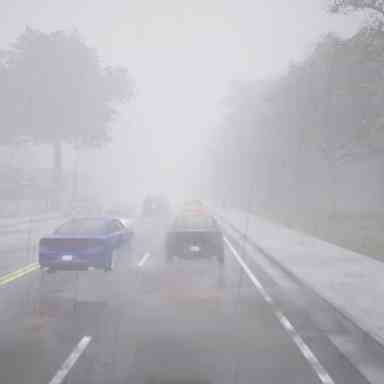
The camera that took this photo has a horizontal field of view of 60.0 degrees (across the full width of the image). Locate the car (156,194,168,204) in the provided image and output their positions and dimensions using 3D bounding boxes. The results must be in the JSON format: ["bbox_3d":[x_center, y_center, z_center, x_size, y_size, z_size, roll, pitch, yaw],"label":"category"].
[{"bbox_3d":[-6.493,1.501,71.973,2.150,2.045,5.566,0,0,0],"label":"car"}]

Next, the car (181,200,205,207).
[{"bbox_3d":[0.100,1.479,30.670,2.097,1.767,4.553,0,0,0],"label":"car"}]

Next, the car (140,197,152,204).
[{"bbox_3d":[-9.743,1.820,70.964,1.812,1.442,4.674,0,0,0],"label":"car"}]

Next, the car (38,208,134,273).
[{"bbox_3d":[-3.156,1.523,10.897,1.882,1.535,5.008,0,0,0],"label":"car"}]

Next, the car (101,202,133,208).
[{"bbox_3d":[-6.594,1.690,30.595,1.994,1.385,4.181,0,0,0],"label":"car"}]

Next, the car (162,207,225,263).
[{"bbox_3d":[0.093,1.529,12.263,1.882,1.535,5.008,0,0,0],"label":"car"}]

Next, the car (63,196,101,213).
[{"bbox_3d":[-9.846,1.350,30.474,2.150,2.045,5.566,0,-1,0],"label":"car"}]

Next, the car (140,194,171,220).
[{"bbox_3d":[-3.149,1.346,30.122,2.150,2.045,5.566,0,0,0],"label":"car"}]
